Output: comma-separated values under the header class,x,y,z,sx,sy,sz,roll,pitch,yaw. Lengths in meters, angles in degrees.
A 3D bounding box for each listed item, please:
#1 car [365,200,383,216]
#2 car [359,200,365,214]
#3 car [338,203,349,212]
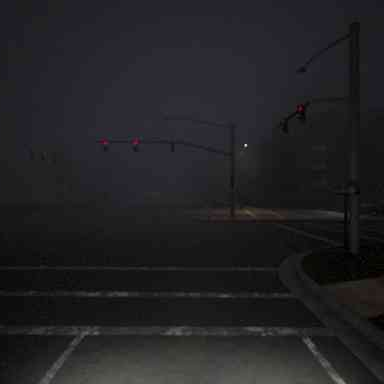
class,x,y,z,sx,sy,sz,roll,pitch,yaw
car,19.510,1.670,31.561,4.718,1.301,1.895,0,0,0
car,20.038,1.555,35.063,5.008,1.535,1.882,0,0,0
car,19.432,1.611,38.559,4.674,1.442,1.812,0,0,0
